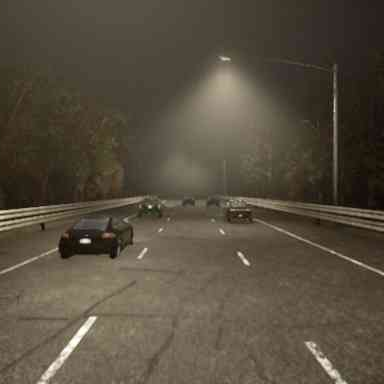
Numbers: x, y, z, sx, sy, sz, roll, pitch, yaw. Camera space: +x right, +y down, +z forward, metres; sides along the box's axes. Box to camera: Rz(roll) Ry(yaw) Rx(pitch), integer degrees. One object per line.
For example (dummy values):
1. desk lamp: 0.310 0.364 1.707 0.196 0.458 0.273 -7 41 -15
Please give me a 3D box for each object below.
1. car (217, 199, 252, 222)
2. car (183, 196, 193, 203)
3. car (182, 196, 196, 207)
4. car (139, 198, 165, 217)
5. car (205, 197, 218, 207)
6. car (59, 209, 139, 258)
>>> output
1. car: 3.420 1.453 25.796 2.128 1.511 4.902 0 0 0
2. car: -0.820 1.453 64.719 1.994 1.385 4.181 0 0 -1
3. car: -0.444 1.408 50.342 2.128 1.511 4.902 0 0 2
4. car: -3.590 1.304 30.349 2.097 1.767 4.553 0 0 -1
5. car: 3.045 1.427 48.378 1.837 1.490 4.892 0 0 -1
6. car: -3.440 1.545 12.693 1.994 1.385 4.181 0 0 0
